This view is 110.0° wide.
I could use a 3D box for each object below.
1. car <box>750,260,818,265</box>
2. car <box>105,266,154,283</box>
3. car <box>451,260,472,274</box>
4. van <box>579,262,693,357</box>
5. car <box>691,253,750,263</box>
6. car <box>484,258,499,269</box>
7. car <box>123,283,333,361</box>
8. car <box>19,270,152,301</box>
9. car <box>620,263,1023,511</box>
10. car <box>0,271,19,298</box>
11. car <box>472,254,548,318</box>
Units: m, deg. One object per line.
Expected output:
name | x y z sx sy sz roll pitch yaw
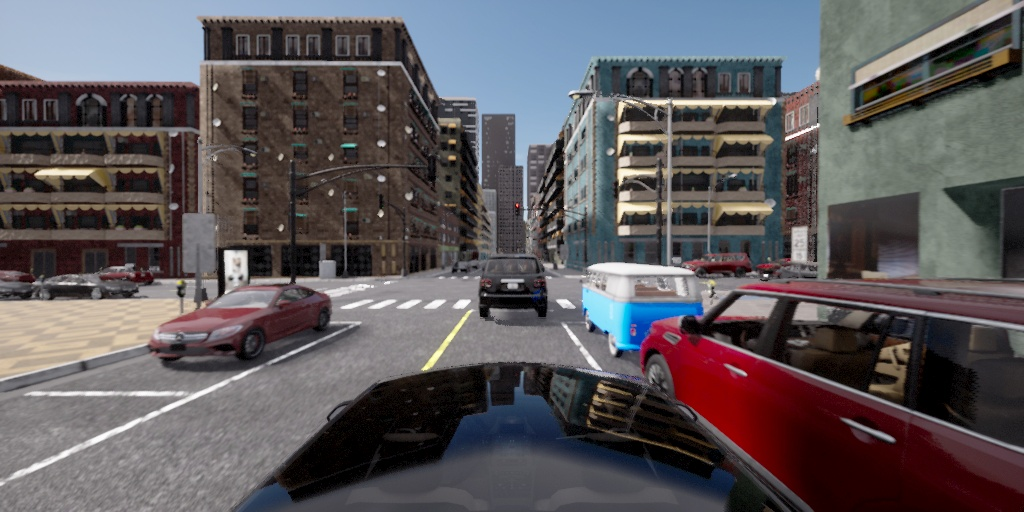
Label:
car | 15.793 1.061 19.387 4.313 1.339 1.948 0 0 0
car | -30.263 1.521 27.563 4.097 1.591 1.967 0 0 0
car | -5.695 1.240 40.618 1.948 1.339 4.313 0 0 0
van | 2.689 1.077 8.212 1.690 1.789 3.998 0 0 0
car | 15.771 0.728 27.767 5.009 1.841 2.192 0 0 0
car | -3.080 1.130 54.685 1.882 1.535 5.008 0 0 0
car | -5.692 1.318 8.213 1.802 1.307 4.207 0 0 0
car | -22.394 1.602 18.981 4.403 1.370 2.007 0 0 0
car | 2.690 1.062 2.685 2.192 1.841 5.009 0 0 0
car | -27.963 1.683 18.940 4.403 1.370 2.007 0 0 0
car | 0.053 0.948 12.955 2.150 2.045 5.566 0 0 1
